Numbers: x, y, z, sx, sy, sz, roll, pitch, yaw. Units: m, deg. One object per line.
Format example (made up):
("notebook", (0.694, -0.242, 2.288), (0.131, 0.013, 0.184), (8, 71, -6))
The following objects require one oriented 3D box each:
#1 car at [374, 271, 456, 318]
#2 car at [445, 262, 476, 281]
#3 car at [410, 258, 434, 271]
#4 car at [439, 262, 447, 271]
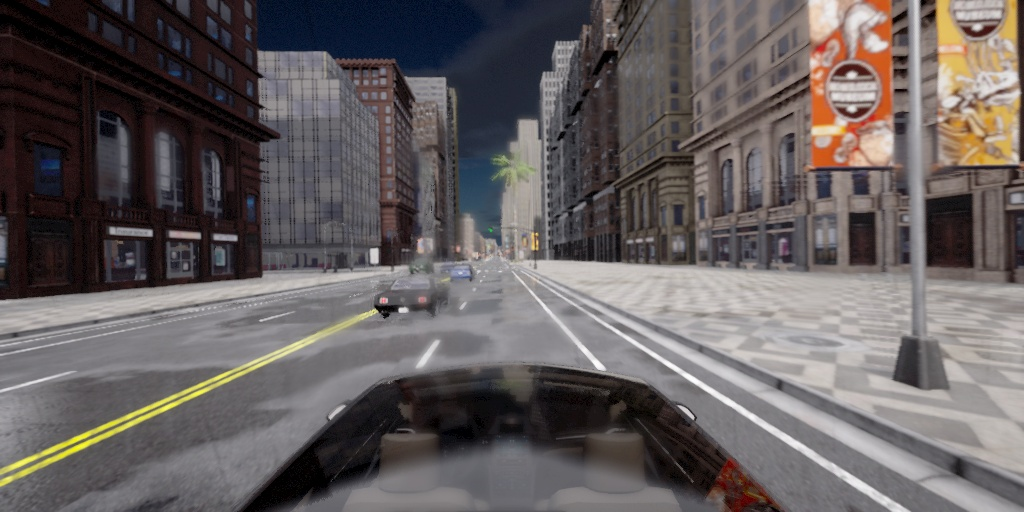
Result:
("car", (-3.489, 1.424, 13.510), (1.895, 1.301, 4.718), (-1, 0, -2))
("car", (-4.123, 1.391, 30.631), (2.033, 1.411, 5.357), (-1, 0, -2))
("car", (-11.305, 1.227, 45.494), (2.150, 2.045, 5.566), (-1, -1, -2))
("car", (-8.074, 1.485, 46.410), (2.033, 1.411, 5.357), (-1, 0, -2))
